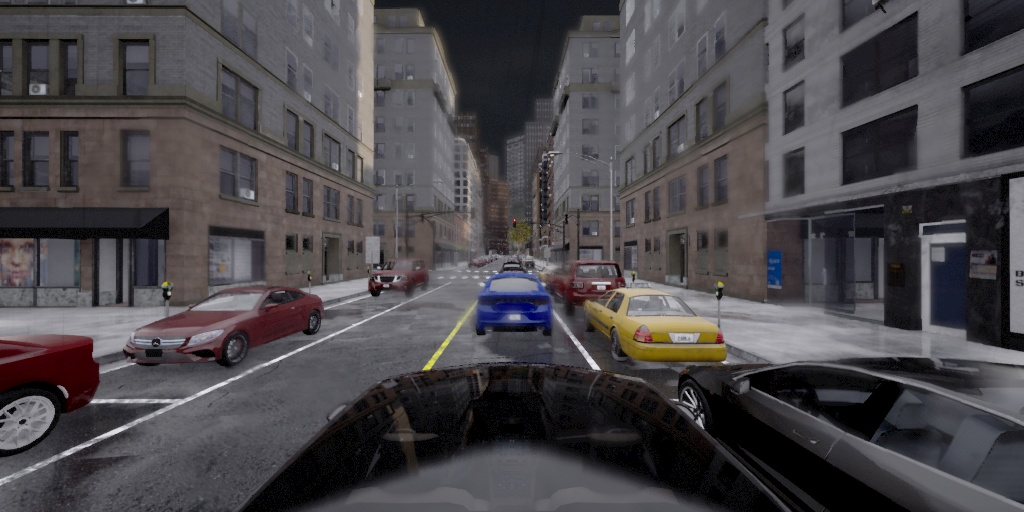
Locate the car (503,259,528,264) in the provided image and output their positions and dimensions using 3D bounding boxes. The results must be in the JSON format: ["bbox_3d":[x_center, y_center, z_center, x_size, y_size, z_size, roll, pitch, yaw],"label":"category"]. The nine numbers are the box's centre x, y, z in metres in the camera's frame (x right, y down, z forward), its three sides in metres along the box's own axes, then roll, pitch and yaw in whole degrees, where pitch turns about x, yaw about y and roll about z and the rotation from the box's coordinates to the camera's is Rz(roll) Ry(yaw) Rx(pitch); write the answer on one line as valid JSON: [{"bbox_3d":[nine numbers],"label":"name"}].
[{"bbox_3d":[0.013,1.215,26.960,1.837,1.490,4.892,0,0,0],"label":"car"}]

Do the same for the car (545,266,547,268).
[{"bbox_3d":[2.740,1.313,18.990,1.802,1.307,4.207,0,0,0],"label":"car"}]

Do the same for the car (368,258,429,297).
[{"bbox_3d":[-5.786,1.045,18.986,2.192,1.841,5.009,0,0,0],"label":"car"}]

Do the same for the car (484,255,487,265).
[{"bbox_3d":[-5.843,0.989,62.070,1.967,1.591,4.097,0,0,0],"label":"car"}]

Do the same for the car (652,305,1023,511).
[{"bbox_3d":[2.762,1.316,2.332,1.948,1.339,4.313,0,0,0],"label":"car"}]

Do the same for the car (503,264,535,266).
[{"bbox_3d":[0.072,1.296,18.047,1.994,1.385,4.181,0,0,0],"label":"car"}]

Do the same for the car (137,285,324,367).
[{"bbox_3d":[-5.771,1.328,7.879,1.802,1.307,4.207,0,0,0],"label":"car"}]

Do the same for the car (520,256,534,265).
[{"bbox_3d":[2.689,1.131,56.650,2.007,1.370,4.403,0,0,0],"label":"car"}]

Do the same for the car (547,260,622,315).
[{"bbox_3d":[2.747,1.055,13.438,2.192,1.841,5.009,0,0,0],"label":"car"}]

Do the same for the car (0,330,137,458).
[{"bbox_3d":[-5.763,1.295,2.327,1.888,1.381,4.507,0,0,0],"label":"car"}]

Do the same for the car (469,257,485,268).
[{"bbox_3d":[-5.836,1.126,56.646,1.888,1.381,4.507,0,0,0],"label":"car"}]

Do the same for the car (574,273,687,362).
[{"bbox_3d":[2.754,1.272,8.054,1.751,1.417,4.829,0,0,0],"label":"car"}]

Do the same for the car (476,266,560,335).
[{"bbox_3d":[0.038,1.222,10.503,1.882,1.535,5.008,0,0,-1],"label":"car"}]
